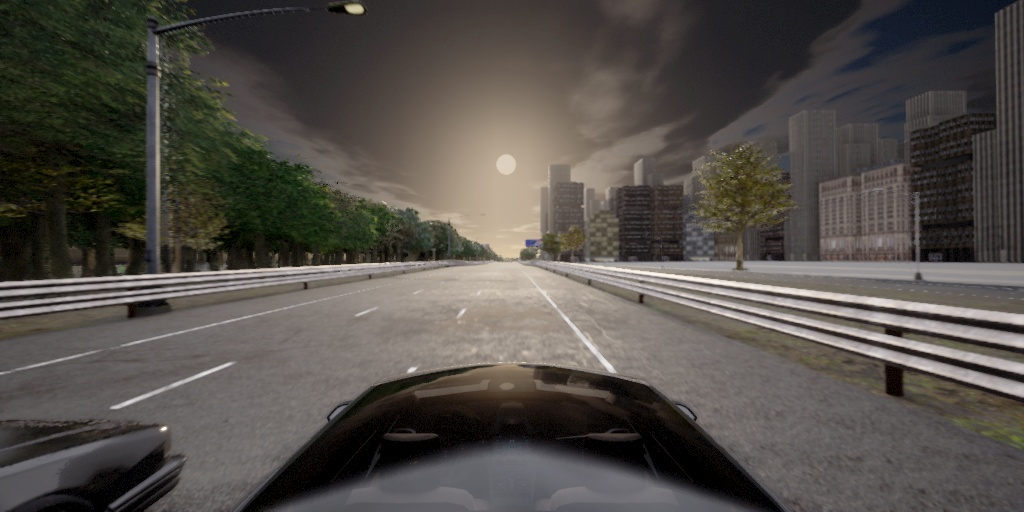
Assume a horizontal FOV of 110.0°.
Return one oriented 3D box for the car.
[{"bbox_3d":[-3.404,1.296,0.214,2.033,1.411,5.357,0,0,0],"label":"car"}]
